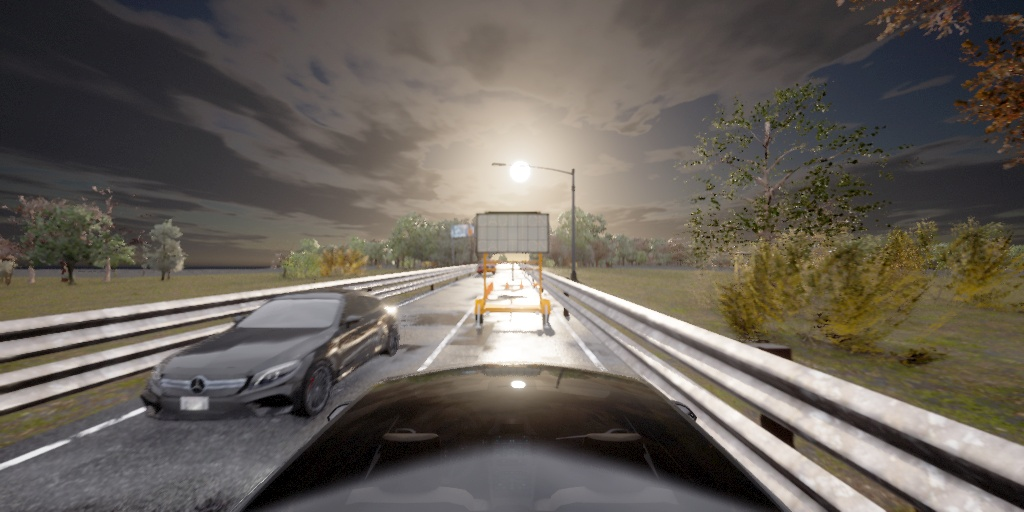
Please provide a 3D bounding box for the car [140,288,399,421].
[{"bbox_3d":[-3.344,1.322,6.113,1.812,1.442,4.674,0,-1,0],"label":"car"}]

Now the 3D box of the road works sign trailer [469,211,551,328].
[{"bbox_3d":[0.024,0.322,11.854,2.380,3.560,2.880,0,0,0],"label":"road works sign trailer"}]

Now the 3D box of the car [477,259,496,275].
[{"bbox_3d":[-3.279,1.455,47.445,2.150,2.045,5.566,0,-1,0],"label":"car"}]
